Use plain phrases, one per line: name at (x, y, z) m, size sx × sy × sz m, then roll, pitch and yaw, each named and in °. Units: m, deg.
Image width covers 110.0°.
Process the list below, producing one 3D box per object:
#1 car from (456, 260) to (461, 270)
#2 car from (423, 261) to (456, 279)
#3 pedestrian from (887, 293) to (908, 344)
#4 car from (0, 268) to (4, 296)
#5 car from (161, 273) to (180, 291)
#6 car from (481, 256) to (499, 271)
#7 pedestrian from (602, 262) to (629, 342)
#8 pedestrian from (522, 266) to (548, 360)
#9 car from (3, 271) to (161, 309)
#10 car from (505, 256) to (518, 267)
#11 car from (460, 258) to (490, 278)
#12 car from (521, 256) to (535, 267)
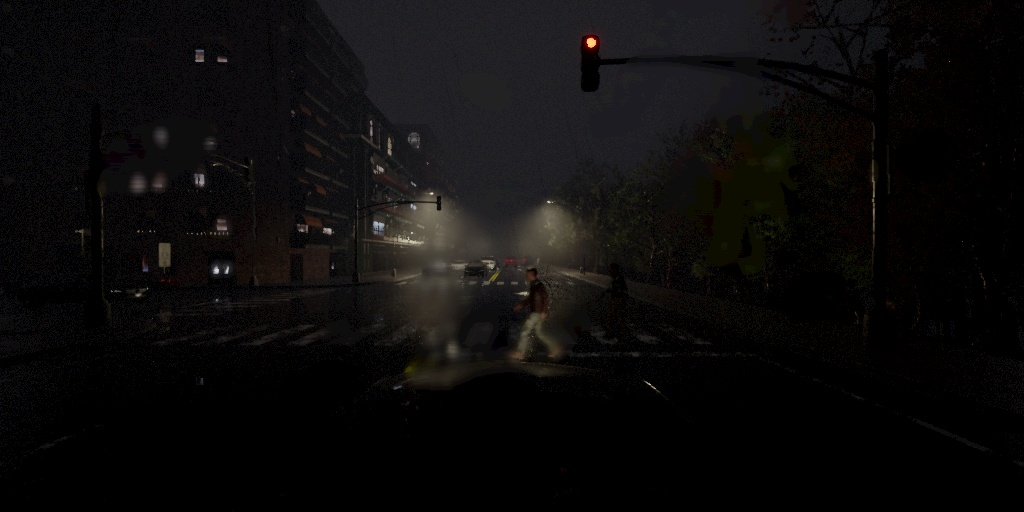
car at (-6.681, 1.282, 45.542) m, size 1.812 × 1.442 × 4.674 m, roll 0°, pitch 0°, yaw 0°
car at (-6.664, 1.352, 32.706) m, size 1.895 × 1.301 × 4.718 m, roll 0°, pitch 0°, yaw 0°
pedestrian at (8.020, 1.271, 7.569) m, size 0.500 × 1.100 × 0.500 m, roll 0°, pitch 0°, yaw 0°
car at (-22.681, 1.335, 13.289) m, size 5.009 × 1.841 × 2.192 m, roll 0°, pitch 0°, yaw -1°
car at (-22.820, 1.593, 21.936) m, size 4.207 × 1.307 × 1.802 m, roll 0°, pitch 0°, yaw -1°
car at (-3.437, 0.982, 50.406) m, size 2.150 × 2.045 × 5.566 m, roll 0°, pitch 0°, yaw 0°
pedestrian at (2.350, 1.044, 8.158) m, size 0.375 × 1.860 × 0.375 m, roll 0°, pitch 0°, yaw 0°
pedestrian at (0.437, 1.044, 6.858) m, size 0.375 × 1.860 × 0.375 m, roll 0°, pitch 0°, yaw 0°
car at (-19.087, 1.497, 16.081) m, size 4.674 × 1.442 × 1.812 m, roll 0°, pitch 0°, yaw 0°
car at (-0.122, 0.987, 64.381) m, size 2.150 × 2.045 × 5.566 m, roll 0°, pitch 0°, yaw 0°
car at (-3.410, 1.230, 34.224) m, size 1.882 × 1.535 × 5.008 m, roll 0°, pitch 0°, yaw 0°
car at (3.128, 1.244, 64.358) m, size 1.882 × 1.535 × 5.008 m, roll 0°, pitch 0°, yaw 0°
